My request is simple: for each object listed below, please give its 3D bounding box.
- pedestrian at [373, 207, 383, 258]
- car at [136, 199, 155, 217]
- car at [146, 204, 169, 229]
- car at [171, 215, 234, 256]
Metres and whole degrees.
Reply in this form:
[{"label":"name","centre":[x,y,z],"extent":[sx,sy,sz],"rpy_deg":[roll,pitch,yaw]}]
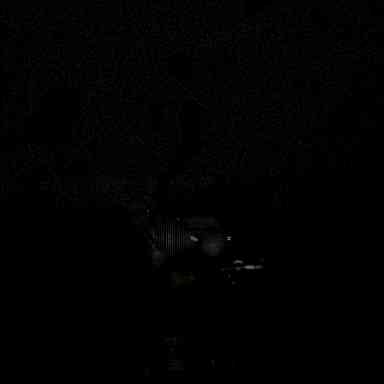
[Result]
[{"label":"pedestrian","centre":[6.952,1.467,12.289],"extent":[0.375,1.860,0.375],"rpy_deg":[1,-2,-13]},{"label":"car","centre":[-5.305,1.787,38.575],"extent":[2.150,2.045,5.566],"rpy_deg":[0,-1,-13]},{"label":"car","centre":[-2.092,1.856,24.780],"extent":[1.837,1.490,4.892],"rpy_deg":[0,-1,-13]},{"label":"car","centre":[0.332,1.716,14.197],"extent":[1.812,1.442,4.674],"rpy_deg":[0,-1,-11]}]
